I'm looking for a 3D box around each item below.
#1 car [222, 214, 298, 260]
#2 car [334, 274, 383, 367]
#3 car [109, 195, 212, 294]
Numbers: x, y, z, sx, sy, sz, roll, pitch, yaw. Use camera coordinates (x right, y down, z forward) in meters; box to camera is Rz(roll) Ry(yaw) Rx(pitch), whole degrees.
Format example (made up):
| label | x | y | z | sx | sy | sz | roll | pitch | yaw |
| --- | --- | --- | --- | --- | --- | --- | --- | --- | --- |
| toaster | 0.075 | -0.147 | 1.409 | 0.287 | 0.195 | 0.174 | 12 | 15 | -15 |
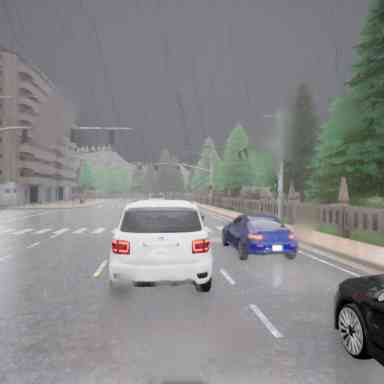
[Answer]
| label | x | y | z | sx | sy | sz | roll | pitch | yaw |
| --- | --- | --- | --- | --- | --- | --- | --- | --- | --- |
| car | 2.348 | 1.526 | 12.328 | 1.812 | 1.442 | 4.674 | 0 | 0 | -6 |
| car | 3.123 | 1.492 | 3.100 | 2.128 | 1.511 | 4.902 | 0 | 0 | -3 |
| car | -0.798 | 1.221 | 8.969 | 2.150 | 2.045 | 5.566 | 0 | 0 | -5 |
